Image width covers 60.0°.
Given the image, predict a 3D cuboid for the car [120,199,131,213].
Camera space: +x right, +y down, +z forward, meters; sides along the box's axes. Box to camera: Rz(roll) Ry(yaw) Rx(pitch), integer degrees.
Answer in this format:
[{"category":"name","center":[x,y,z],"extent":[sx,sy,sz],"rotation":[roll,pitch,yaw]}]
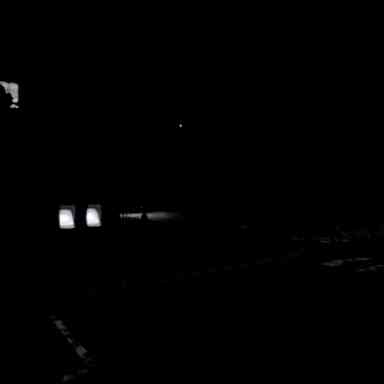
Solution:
[{"category":"car","center":[-9.413,1.747,38.816],"extent":[1.895,1.301,4.718],"rotation":[-1,0,-38]}]

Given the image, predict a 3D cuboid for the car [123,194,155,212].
[{"category":"car","center":[-6.666,1.328,40.572],"extent":[2.150,2.045,5.566],"rotation":[-1,0,-38]}]
